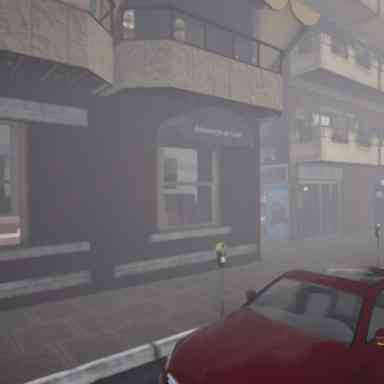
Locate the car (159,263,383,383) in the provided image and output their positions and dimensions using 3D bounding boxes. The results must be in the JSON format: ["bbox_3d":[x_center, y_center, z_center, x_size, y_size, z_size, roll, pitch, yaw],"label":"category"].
[{"bbox_3d":[1.619,1.580,3.863,4.206,1.307,1.802,0,-1,-38],"label":"car"}]
